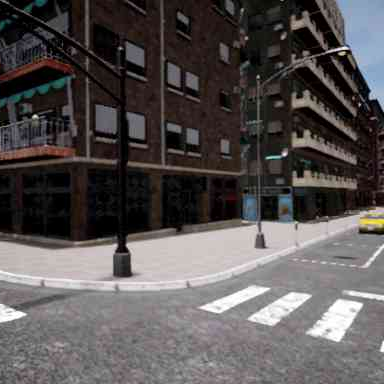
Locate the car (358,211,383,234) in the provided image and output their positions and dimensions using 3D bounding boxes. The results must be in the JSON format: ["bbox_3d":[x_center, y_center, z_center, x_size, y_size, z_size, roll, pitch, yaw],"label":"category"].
[{"bbox_3d":[12.569,2.003,22.856,1.752,1.417,4.829,-2,-2,35],"label":"car"}]
